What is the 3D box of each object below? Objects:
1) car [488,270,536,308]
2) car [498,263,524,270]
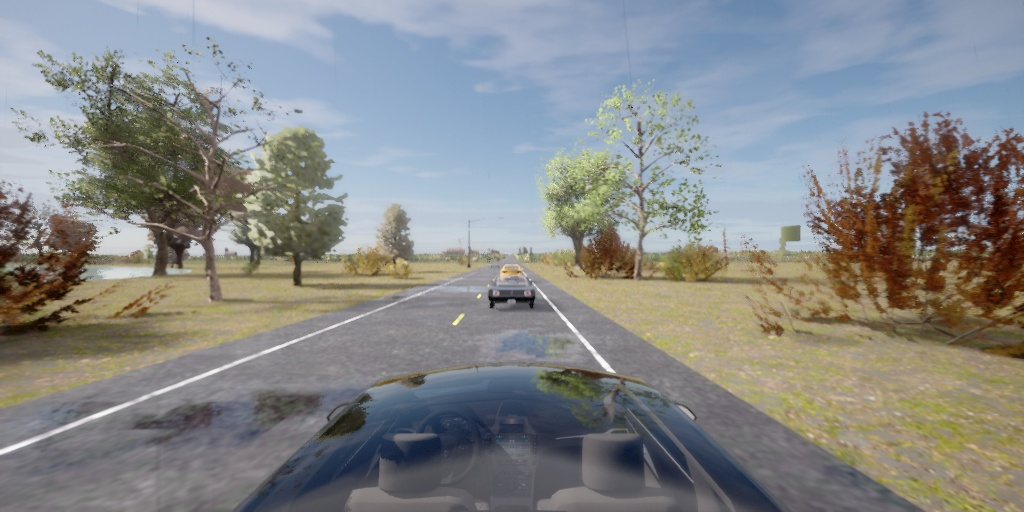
[{"bbox_3d":[-0.006,1.479,15.959,1.895,1.301,4.718,0,0,0],"label":"car"},{"bbox_3d":[-0.011,1.486,31.329,1.882,1.535,5.008,0,0,0],"label":"car"}]
